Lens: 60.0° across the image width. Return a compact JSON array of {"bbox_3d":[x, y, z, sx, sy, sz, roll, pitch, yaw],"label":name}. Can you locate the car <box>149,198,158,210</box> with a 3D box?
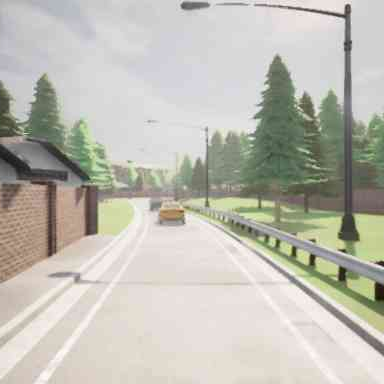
[{"bbox_3d":[-4.547,1.581,43.492,1.837,1.490,4.892,0,0,-11],"label":"car"}]

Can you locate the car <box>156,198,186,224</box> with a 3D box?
[{"bbox_3d":[-1.607,1.519,25.496,1.882,1.535,5.008,0,0,-7],"label":"car"}]
